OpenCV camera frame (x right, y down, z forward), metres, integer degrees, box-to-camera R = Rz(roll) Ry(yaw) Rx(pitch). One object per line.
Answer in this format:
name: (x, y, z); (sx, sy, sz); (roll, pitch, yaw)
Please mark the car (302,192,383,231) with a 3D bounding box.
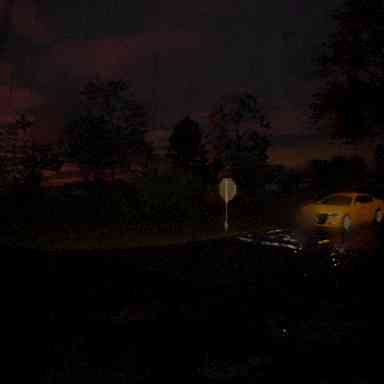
car: (7.165, 0.795, 15.616); (5.008, 1.535, 1.882); (-3, 2, -38)
